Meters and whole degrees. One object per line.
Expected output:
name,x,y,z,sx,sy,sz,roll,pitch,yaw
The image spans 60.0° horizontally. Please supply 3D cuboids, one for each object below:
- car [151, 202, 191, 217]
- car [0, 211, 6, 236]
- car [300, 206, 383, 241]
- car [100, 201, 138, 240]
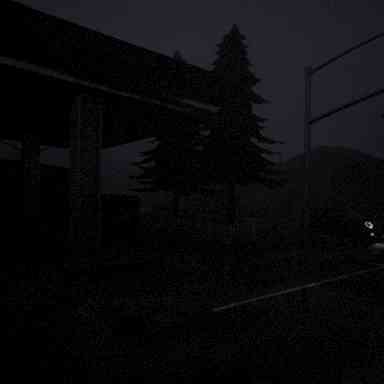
car,-2.166,1.728,33.707,2.033,1.411,5.357,1,0,-35
car,-11.718,1.519,18.431,2.242,1.667,4.611,1,0,-36
car,8.496,1.658,18.804,2.097,1.767,4.553,1,0,-36
car,-4.587,1.445,18.252,1.905,1.878,3.866,1,0,-36
